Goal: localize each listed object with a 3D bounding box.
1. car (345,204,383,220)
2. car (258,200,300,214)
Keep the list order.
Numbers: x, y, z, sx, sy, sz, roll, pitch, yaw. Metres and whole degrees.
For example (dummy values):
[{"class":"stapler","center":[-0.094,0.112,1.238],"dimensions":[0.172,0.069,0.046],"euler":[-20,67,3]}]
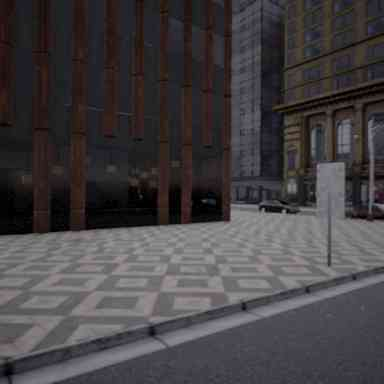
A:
[{"class":"car","center":[15.220,1.707,27.802],"dimensions":[2.033,1.411,5.357],"euler":[1,0,-35]},{"class":"car","center":[9.387,1.636,35.995],"dimensions":[1.837,1.490,4.892],"euler":[1,0,-36]}]
